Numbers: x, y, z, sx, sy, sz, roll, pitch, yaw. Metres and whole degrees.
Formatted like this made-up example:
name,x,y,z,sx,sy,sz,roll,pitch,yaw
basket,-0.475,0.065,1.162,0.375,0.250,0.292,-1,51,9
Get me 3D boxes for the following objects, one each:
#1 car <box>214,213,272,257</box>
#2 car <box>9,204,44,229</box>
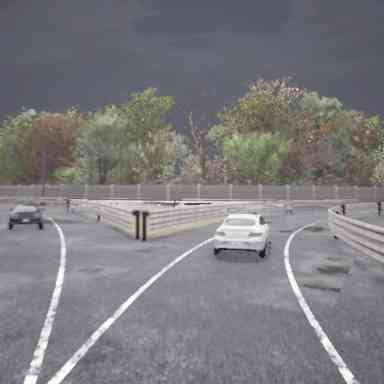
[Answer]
name,x,y,z,sx,sy,sz,roll,pitch,yaw
car,2.080,1.542,13.054,1.812,1.442,4.674,0,0,16
car,-10.439,1.460,21.058,1.812,1.442,4.674,0,0,-25
